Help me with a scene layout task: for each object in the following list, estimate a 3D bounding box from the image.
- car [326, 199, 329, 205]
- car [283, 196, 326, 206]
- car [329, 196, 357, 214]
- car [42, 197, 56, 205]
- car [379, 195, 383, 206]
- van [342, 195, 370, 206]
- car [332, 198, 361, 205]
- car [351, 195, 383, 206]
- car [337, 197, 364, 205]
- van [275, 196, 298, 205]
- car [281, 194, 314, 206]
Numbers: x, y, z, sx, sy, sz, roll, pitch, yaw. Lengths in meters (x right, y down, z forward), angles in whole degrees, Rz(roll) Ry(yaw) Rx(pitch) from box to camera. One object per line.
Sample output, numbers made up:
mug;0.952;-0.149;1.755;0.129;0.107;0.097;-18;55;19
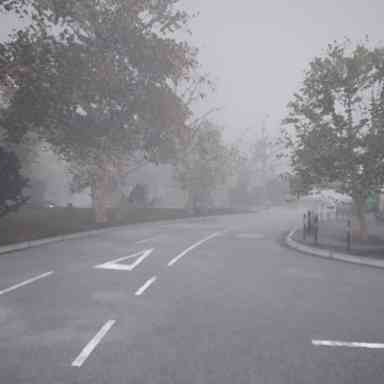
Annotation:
car;24.679;1.669;62.743;2.097;1.767;4.553;0;-2;6
car;18.968;1.392;56.279;5.566;2.045;2.435;0;-1;5
car;17.136;1.509;35.952;2.128;1.511;4.902;0;0;44
car;-23.895;1.487;55.650;2.033;1.411;5.357;0;0;-18
car;31.228;1.702;55.974;5.008;1.535;2.097;0;-1;5
van;32.005;1.667;65.053;4.442;1.987;1.878;0;-1;6
car;32.896;2.056;70.941;5.366;1.575;1.946;0;-2;6
car;31.483;1.501;58.885;5.566;2.045;2.435;0;-1;6
car;32.391;1.845;68.064;4.553;1.767;2.185;0;-2;6
van;20.687;1.808;72.821;4.442;1.987;1.878;0;-2;6
car;19.487;1.489;61.716;5.566;2.045;2.435;0;-1;5
